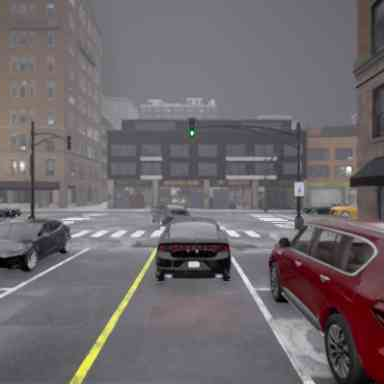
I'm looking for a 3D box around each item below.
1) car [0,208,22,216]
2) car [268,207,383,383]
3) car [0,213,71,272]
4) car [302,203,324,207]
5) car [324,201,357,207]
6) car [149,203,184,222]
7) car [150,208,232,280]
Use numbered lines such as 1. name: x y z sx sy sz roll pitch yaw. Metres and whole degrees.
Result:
1. car: -16.157 1.548 26.387 4.718 1.301 1.895 0 0 0
2. car: 2.639 1.318 5.221 2.192 1.841 5.009 0 0 0
3. car: -5.384 1.573 10.885 1.947 1.339 4.313 0 0 0
4. car: 13.391 1.697 33.212 4.718 1.301 1.895 0 0 0
5. car: 14.995 1.580 29.970 5.008 1.535 1.882 0 0 0
6. car: -1.617 1.522 22.989 1.837 1.490 4.892 2 0 -20
7. car: 0.029 1.484 9.992 1.882 1.535 5.008 0 0 0
